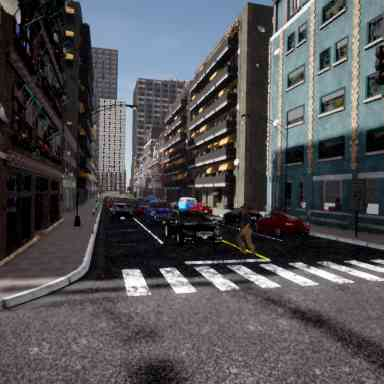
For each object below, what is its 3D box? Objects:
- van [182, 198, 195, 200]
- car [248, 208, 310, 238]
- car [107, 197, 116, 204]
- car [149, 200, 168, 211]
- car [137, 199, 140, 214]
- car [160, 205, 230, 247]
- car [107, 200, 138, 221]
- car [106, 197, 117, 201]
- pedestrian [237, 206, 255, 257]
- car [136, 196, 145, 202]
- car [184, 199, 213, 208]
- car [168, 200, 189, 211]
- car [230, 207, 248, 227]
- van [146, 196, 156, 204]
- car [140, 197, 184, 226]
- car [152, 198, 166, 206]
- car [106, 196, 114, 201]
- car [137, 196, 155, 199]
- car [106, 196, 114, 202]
[{"bbox_3d":[-0.546,1.593,40.354,1.690,1.788,3.998,1,0,-15],"label":"van"},{"bbox_3d":[5.053,1.777,18.981,1.802,1.307,4.206,1,0,-15],"label":"car"},{"bbox_3d":[-17.016,1.713,70.135,1.752,1.417,4.829,1,0,-15],"label":"car"},{"bbox_3d":[-4.667,1.821,45.874,1.895,1.301,4.718,1,0,-15],"label":"car"},{"bbox_3d":[-4.881,1.694,34.091,1.994,1.385,4.181,1,0,-15],"label":"car"},{"bbox_3d":[-0.070,1.586,15.705,1.837,1.490,4.892,1,0,-14],"label":"car"},{"bbox_3d":[-5.857,1.631,27.555,1.947,1.339,4.313,1,0,-15],"label":"car"},{"bbox_3d":[-10.057,1.653,43.584,1.887,1.381,4.507,1,0,-15],"label":"car"},{"bbox_3d":[1.906,1.383,11.871,0.375,1.860,0.375,1,0,-15],"label":"pedestrian"},{"bbox_3d":[-14.552,1.965,93.781,2.008,1.369,4.403,1,0,-15],"label":"car"},{"bbox_3d":[0.852,1.782,35.010,1.887,1.381,4.507,1,0,-15],"label":"car"},{"bbox_3d":[-1.949,1.832,45.696,1.947,1.339,4.313,1,0,-15],"label":"car"},{"bbox_3d":[3.653,1.774,24.324,1.947,1.339,4.313,1,0,-15],"label":"car"},{"bbox_3d":[-8.949,1.687,72.412,1.690,1.788,3.998,1,0,-15],"label":"van"},{"bbox_3d":[-2.349,1.456,24.441,2.097,1.767,4.553,1,0,-15],"label":"car"},{"bbox_3d":[-6.193,1.839,61.889,1.752,1.417,4.829,1,0,-15],"label":"car"},{"bbox_3d":[-22.661,1.801,91.671,1.887,1.381,4.507,1,0,-15],"label":"car"},{"bbox_3d":[-8.475,1.826,60.415,1.994,1.385,4.181,1,0,-15],"label":"car"},{"bbox_3d":[-21.260,1.805,86.327,1.947,1.339,4.313,1,0,-15],"label":"car"}]
